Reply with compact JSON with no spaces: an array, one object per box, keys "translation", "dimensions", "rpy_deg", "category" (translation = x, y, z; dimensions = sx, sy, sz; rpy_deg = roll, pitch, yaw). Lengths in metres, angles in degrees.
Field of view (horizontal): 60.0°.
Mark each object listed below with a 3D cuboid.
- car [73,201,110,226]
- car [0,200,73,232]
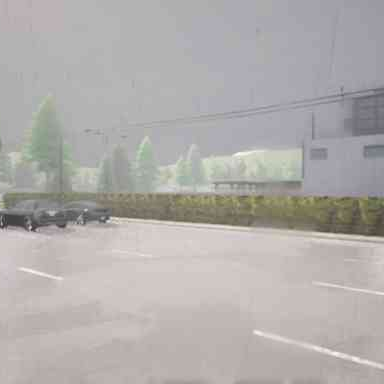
[{"translation":[-7.563,1.373,22.290],"dimensions":[4.892,1.490,1.837],"rpy_deg":[0,0,36],"category":"car"},{"translation":[-9.293,1.222,19.223],"dimensions":[4.553,1.767,2.097],"rpy_deg":[0,0,36],"category":"car"}]
